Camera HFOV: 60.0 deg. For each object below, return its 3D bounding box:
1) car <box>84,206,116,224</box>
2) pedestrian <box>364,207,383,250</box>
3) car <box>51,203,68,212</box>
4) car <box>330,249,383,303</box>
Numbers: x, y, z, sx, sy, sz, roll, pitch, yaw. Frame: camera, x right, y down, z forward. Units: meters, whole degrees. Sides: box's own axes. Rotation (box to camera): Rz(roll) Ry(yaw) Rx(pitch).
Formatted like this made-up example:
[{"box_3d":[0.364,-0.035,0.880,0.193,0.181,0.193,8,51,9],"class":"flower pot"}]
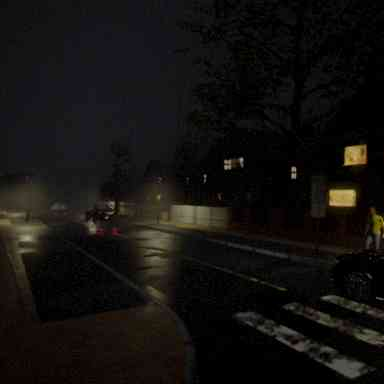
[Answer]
[{"box_3d":[-8.244,1.954,29.618,2.128,1.511,4.902,2,-2,-29],"class":"car"},{"box_3d":[5.682,1.352,10.409,0.375,1.860,0.375,1,-1,-29],"class":"pedestrian"},{"box_3d":[-20.421,2.361,51.177,1.812,1.442,4.674,1,-2,-29],"class":"car"},{"box_3d":[4.988,1.600,6.187,2.128,1.511,4.902,2,-1,-29],"class":"car"}]
